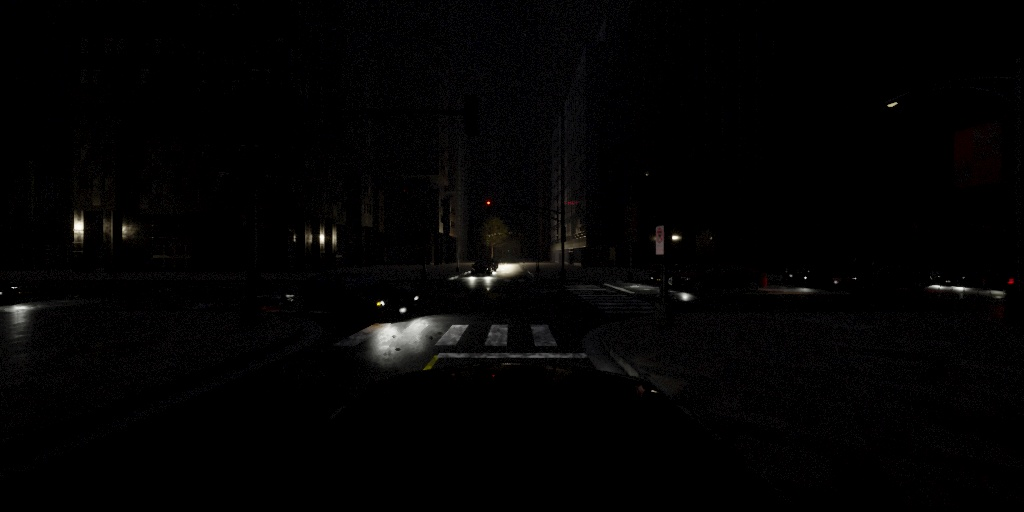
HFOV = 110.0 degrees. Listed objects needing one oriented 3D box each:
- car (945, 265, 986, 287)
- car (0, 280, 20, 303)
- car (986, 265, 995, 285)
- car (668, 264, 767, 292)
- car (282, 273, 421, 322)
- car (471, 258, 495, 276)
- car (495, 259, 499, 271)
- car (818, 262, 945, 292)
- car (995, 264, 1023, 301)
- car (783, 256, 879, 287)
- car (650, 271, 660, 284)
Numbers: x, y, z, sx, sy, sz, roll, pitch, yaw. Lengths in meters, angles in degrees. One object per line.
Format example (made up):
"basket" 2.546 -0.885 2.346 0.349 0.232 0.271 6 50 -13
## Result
"car" 32.040 1.327 24.094 5.357 1.411 2.033 0 0 0
"car" -22.959 1.248 14.366 4.892 1.490 1.837 0 0 0
"car" 31.944 1.007 20.845 5.566 2.045 2.150 0 0 0
"car" 12.007 1.237 20.937 5.008 1.535 1.882 0 0 1
"car" -5.700 1.301 12.438 5.357 1.411 2.033 0 0 29
"car" -3.101 1.227 37.513 1.882 1.535 5.008 0 0 1
"car" -3.115 1.101 47.293 2.097 1.767 4.553 0 0 0
"car" 21.331 1.262 20.894 4.902 1.511 2.128 0 0 0
"car" 22.908 1.136 14.188 4.553 1.767 2.097 0 0 0
"car" 21.585 0.986 24.129 5.566 2.045 2.150 0 0 1
"car" 11.854 1.258 24.194 4.892 1.490 1.837 0 0 -1
